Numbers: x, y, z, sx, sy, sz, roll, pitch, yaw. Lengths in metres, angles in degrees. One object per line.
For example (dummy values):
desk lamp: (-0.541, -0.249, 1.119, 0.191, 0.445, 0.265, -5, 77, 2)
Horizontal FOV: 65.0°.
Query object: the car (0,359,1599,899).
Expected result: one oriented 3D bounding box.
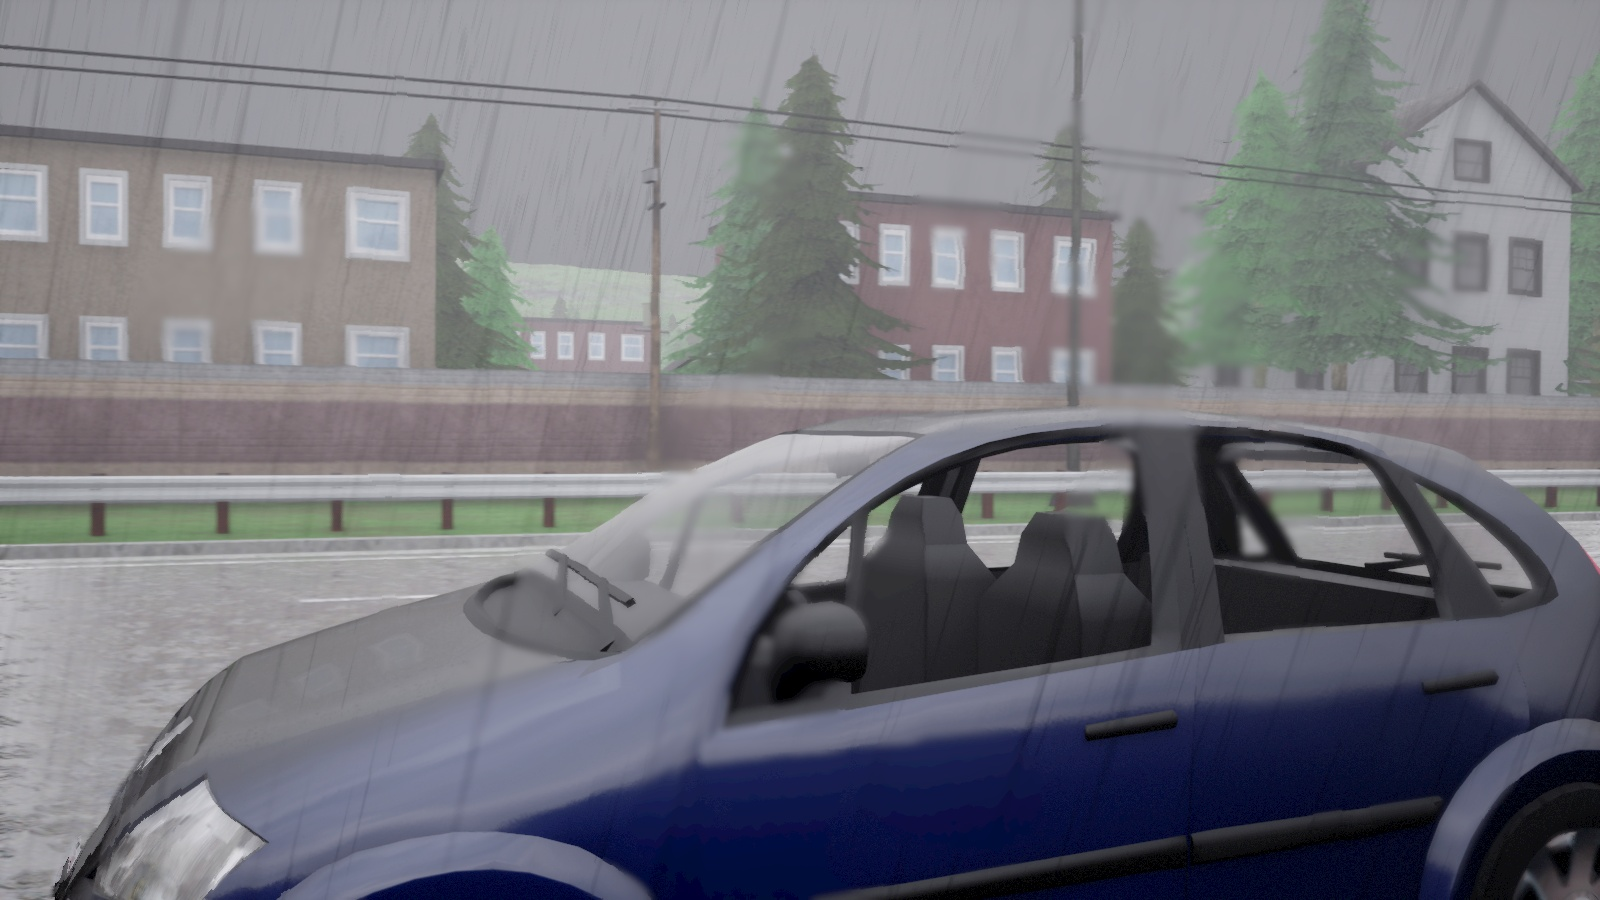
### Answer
car: (0.323, 0.634, 3.361, 3.988, 1.617, 1.851, -1, 1, -21)
